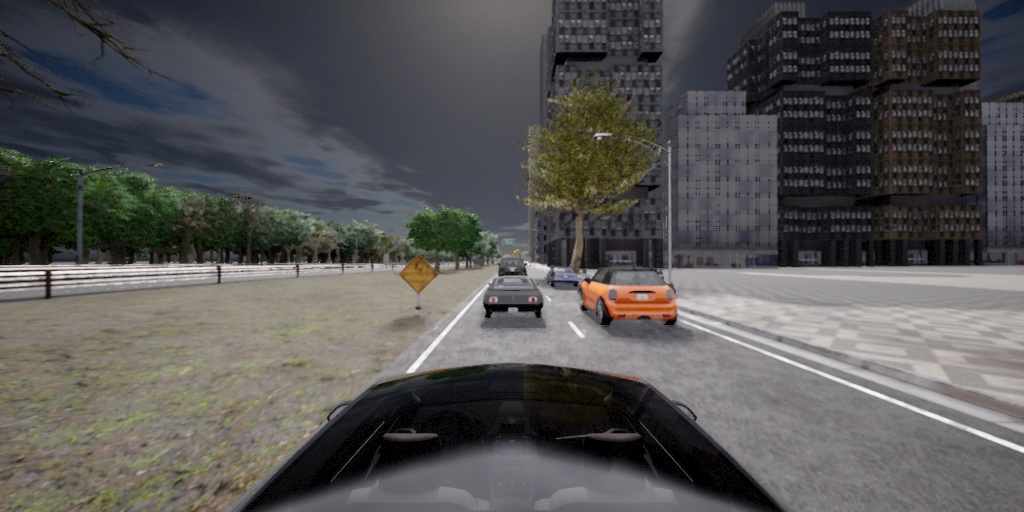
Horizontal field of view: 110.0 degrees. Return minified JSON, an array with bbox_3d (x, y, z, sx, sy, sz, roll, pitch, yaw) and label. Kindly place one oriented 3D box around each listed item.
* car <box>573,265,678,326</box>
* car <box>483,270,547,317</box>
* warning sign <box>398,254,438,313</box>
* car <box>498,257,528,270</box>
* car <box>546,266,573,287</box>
[{"bbox_3d":[3.546,1.114,11.828,2.097,1.767,4.553,0,0,0],"label":"car"},{"bbox_3d":[0.054,1.366,13.105,1.895,1.301,4.718,0,0,0],"label":"car"},{"bbox_3d":[-3.056,0.872,11.756,1.300,1.860,1.060,0,0,0],"label":"warning sign"},{"bbox_3d":[0.046,1.118,28.488,2.150,2.045,5.566,0,0,0],"label":"car"},{"bbox_3d":[3.527,1.414,25.904,2.033,1.411,5.357,0,-1,1],"label":"car"}]
